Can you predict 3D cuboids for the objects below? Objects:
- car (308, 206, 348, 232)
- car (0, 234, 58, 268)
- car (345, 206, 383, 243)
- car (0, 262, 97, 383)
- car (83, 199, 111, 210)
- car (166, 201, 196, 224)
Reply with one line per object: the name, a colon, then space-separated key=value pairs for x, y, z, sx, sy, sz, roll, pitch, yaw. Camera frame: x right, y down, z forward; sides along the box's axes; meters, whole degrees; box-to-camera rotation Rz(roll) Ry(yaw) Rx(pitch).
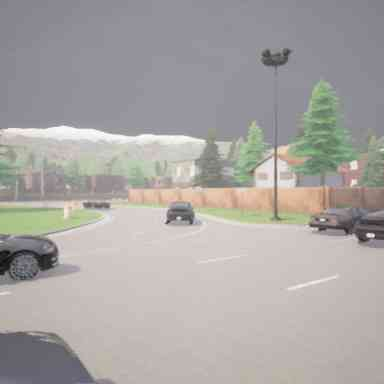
car: x=8.756 y=1.480 z=18.589 sx=5.357 sy=1.411 sz=2.033 roll=0 pitch=0 yaw=-36
car: x=-5.898 y=1.493 z=8.138 sx=4.902 sy=1.511 sz=2.128 roll=0 pitch=0 yaw=-36
car: x=8.972 y=1.446 z=14.444 sx=4.892 sy=1.490 sz=1.837 roll=0 pitch=0 yaw=-35
car: x=-3.118 y=1.554 z=1.522 sx=5.357 sy=1.411 sz=2.033 roll=0 pitch=0 yaw=-35
car: x=-12.251 y=1.546 z=42.359 sx=1.895 sy=1.301 sz=4.718 roll=0 pitch=0 yaw=-40
car: x=-0.832 y=1.455 z=24.149 sx=1.837 sy=1.490 sz=4.892 roll=2 pitch=0 yaw=0
